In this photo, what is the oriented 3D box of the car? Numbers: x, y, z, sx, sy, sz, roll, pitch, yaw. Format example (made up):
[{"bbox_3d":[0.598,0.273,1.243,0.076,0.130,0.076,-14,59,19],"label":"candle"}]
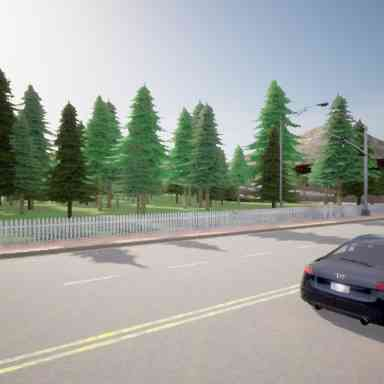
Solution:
[{"bbox_3d":[4.102,1.564,6.697,4.181,1.385,1.994,0,0,-35],"label":"car"}]
